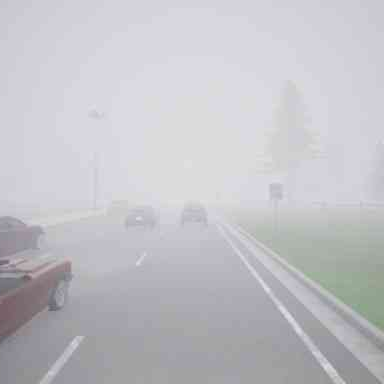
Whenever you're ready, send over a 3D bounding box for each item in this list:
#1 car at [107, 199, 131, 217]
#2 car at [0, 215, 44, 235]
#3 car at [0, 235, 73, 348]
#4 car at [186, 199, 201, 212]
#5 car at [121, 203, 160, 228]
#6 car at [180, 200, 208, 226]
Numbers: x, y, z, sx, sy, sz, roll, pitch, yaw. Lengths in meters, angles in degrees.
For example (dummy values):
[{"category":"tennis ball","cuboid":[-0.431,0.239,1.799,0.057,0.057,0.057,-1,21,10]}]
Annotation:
[{"category":"car","cuboid":[-6.843,1.475,32.771,2.097,1.767,4.553,0,0,0]},{"category":"car","cuboid":[-6.877,1.519,11.427,1.882,1.535,5.008,0,0,0]},{"category":"car","cuboid":[-3.384,1.618,4.816,1.895,1.301,4.718,0,0,0]},{"category":"car","cuboid":[0.128,1.689,42.485,1.812,1.442,4.674,0,0,0]},{"category":"car","cuboid":[-3.360,1.652,23.121,1.994,1.385,4.181,0,0,0]},{"category":"car","cuboid":[0.143,1.584,24.211,2.128,1.511,4.902,0,0,0]}]
